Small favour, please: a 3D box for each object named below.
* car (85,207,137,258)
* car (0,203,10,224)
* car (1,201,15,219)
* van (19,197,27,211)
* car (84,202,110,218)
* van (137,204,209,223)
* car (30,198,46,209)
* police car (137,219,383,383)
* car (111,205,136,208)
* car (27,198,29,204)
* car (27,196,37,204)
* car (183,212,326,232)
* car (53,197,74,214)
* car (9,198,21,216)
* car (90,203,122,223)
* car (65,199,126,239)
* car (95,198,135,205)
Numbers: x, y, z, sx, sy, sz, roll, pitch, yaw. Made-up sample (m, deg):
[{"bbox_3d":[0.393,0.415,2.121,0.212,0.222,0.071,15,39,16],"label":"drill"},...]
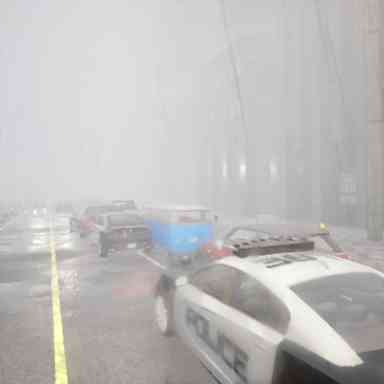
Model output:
[{"bbox_3d":[-2.963,1.565,13.280,1.837,1.490,4.892,-1,0,-23],"label":"car"},{"bbox_3d":[-15.191,1.810,24.854,2.008,1.369,4.403,-1,0,-23],"label":"car"},{"bbox_3d":[-17.351,1.824,29.875,1.752,1.417,4.829,-1,0,-23],"label":"car"},{"bbox_3d":[-24.102,1.764,45.565,1.690,1.788,3.998,-1,0,-23],"label":"van"},{"bbox_3d":[-9.592,1.754,33.411,1.947,1.339,4.313,-1,0,-23],"label":"car"},{"bbox_3d":[-0.685,1.366,12.700,1.690,1.788,3.998,-1,0,-23],"label":"van"},{"bbox_3d":[-24.447,2.041,53.358,1.895,1.301,4.718,-1,0,-23],"label":"car"},{"bbox_3d":[0.944,1.413,4.195,1.930,1.638,5.238,-1,0,-23],"label":"police car"},{"bbox_3d":[-2.910,1.610,17.877,1.887,1.381,4.507,-1,0,-23],"label":"car"},{"bbox_3d":[-26.259,1.988,50.585,1.752,1.417,4.829,-1,0,-23],"label":"car"},{"bbox_3d":[-35.238,1.951,71.452,2.192,1.841,5.009,-1,0,-23],"label":"car"},{"bbox_3d":[1.543,1.424,7.522,1.967,1.590,4.097,-1,0,-23],"label":"car"},{"bbox_3d":[-15.363,1.762,39.937,1.882,1.535,5.008,-1,0,-23],"label":"car"},{"bbox_3d":[-19.646,1.781,35.209,1.967,1.590,4.097,-1,0,-23],"label":"car"},{"bbox_3d":[-7.365,1.713,28.233,1.947,1.339,4.313,-1,0,-23],"label":"car"},{"bbox_3d":[-5.518,1.457,18.582,2.097,1.767,4.553,-1,0,-29],"label":"car"},{"bbox_3d":[-5.140,1.422,23.056,2.192,1.841,5.009,-1,0,-23],"label":"car"}]
